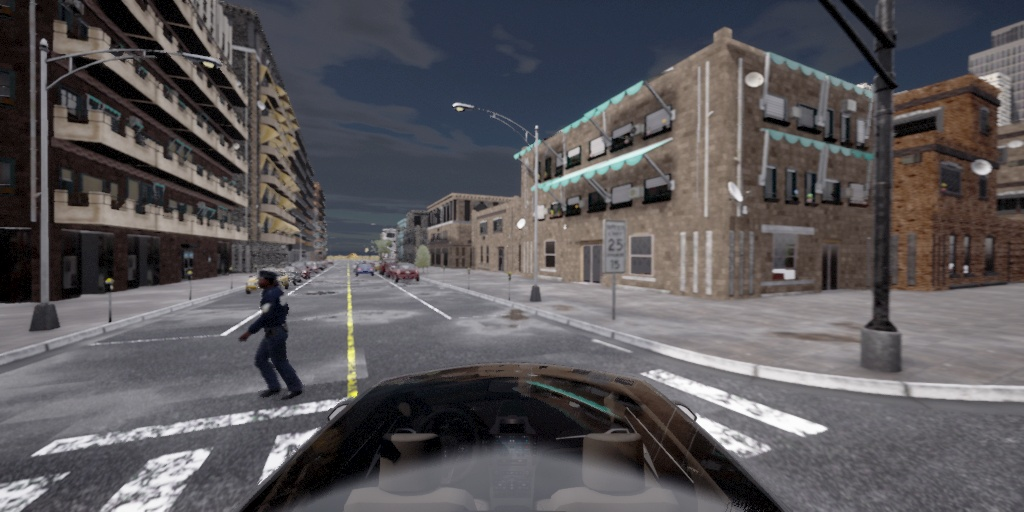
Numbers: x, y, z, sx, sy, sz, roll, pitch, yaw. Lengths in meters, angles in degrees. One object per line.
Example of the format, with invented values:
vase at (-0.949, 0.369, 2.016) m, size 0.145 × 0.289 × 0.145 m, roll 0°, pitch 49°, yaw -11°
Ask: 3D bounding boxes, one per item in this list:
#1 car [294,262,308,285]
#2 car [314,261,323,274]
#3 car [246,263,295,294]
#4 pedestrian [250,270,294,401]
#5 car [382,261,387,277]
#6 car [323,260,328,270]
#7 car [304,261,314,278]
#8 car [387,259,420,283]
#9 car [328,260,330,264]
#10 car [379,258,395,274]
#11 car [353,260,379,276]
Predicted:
car at (-16.660, 1.387, 26.474) m, size 2.007 × 1.370 × 4.403 m, roll 0°, pitch 0°, yaw -25°
car at (-23.727, 1.311, 41.970) m, size 1.967 × 1.591 × 4.097 m, roll 0°, pitch 0°, yaw -25°
car at (-14.278, 1.351, 21.133) m, size 1.751 × 1.417 × 4.829 m, roll 0°, pitch 0°, yaw -25°
pedestrian at (-3.359, 1.091, 5.030) m, size 0.375 × 1.860 × 0.375 m, roll -1°, pitch 1°, yaw -25°
car at (-11.367, 1.448, 35.104) m, size 1.802 × 1.307 × 4.207 m, roll 0°, pitch 0°, yaw -25°
car at (-28.441, 1.461, 52.300) m, size 1.948 × 1.339 × 4.313 m, roll 0°, pitch 0°, yaw -25°
car at (-18.987, 1.288, 31.652) m, size 1.967 × 1.591 × 4.097 m, roll 0°, pitch 0°, yaw -25°
car at (-8.988, 1.294, 29.950) m, size 1.967 × 1.591 × 4.097 m, roll 0°, pitch 0°, yaw -25°
car at (-30.801, 1.453, 57.464) m, size 1.888 × 1.381 × 4.507 m, roll 0°, pitch 0°, yaw -25°
car at (-13.727, 1.192, 40.268) m, size 2.192 × 1.841 × 5.009 m, roll 0°, pitch 0°, yaw -25°
car at (-15.987, 1.418, 38.885) m, size 2.033 × 1.411 × 5.357 m, roll 0°, pitch 0°, yaw -24°
